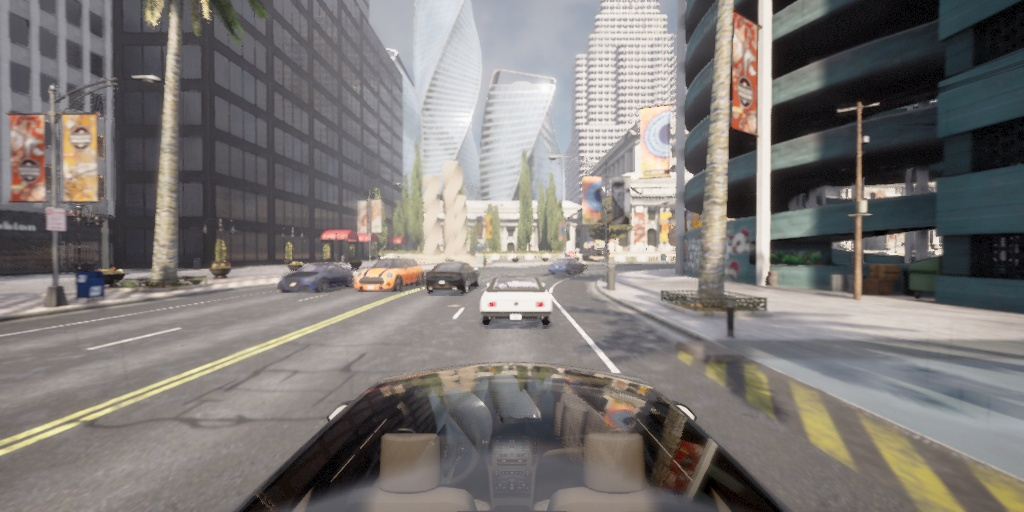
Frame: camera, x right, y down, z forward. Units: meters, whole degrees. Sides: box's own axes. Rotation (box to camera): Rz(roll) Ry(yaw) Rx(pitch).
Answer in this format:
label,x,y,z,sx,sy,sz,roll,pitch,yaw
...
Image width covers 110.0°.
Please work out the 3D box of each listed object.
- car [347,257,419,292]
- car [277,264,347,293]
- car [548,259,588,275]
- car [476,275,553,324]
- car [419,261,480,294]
label,x,y,z,sx,sy,sz,roll,pitch,yaw
car,-6.449,0.889,19.275,2.097,1.767,4.553,0,1,7
car,-9.997,1.108,18.639,1.994,1.385,4.181,0,1,6
car,5.032,0.930,31.909,2.033,1.411,5.357,0,1,31
car,0.122,1.234,11.344,1.895,1.301,4.718,0,1,0
car,-2.920,1.021,18.709,1.882,1.535,5.008,0,1,6
